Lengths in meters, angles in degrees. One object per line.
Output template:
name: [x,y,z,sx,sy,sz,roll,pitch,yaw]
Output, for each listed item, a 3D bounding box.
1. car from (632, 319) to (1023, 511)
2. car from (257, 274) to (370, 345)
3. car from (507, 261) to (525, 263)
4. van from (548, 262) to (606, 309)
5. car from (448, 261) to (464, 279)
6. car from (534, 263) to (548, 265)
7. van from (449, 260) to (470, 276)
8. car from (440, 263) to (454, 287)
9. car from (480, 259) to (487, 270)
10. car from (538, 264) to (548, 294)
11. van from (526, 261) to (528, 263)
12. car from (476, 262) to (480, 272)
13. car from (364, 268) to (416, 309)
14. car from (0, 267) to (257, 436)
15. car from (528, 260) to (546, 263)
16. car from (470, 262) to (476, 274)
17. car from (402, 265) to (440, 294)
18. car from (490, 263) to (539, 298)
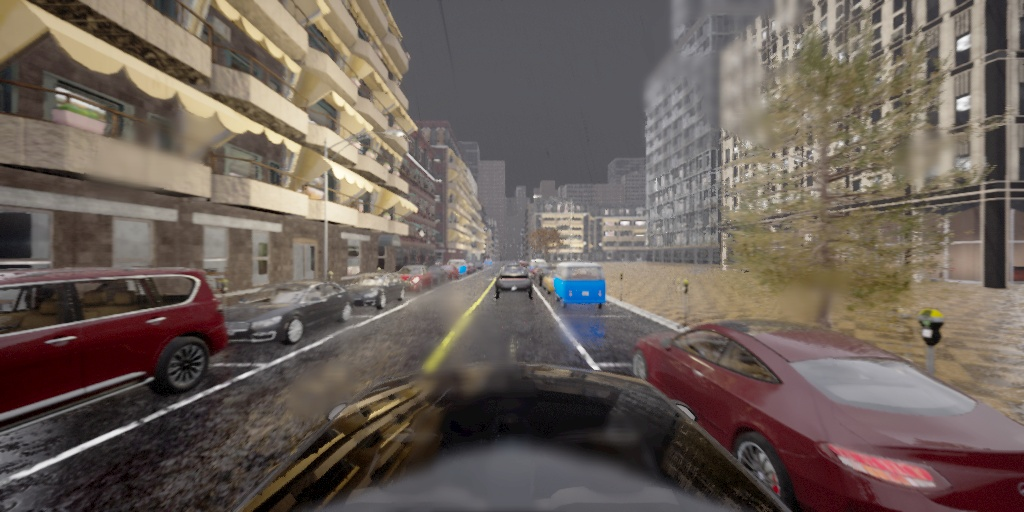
car: [2.688,1.342,3.906,1.802,1.307,4.207,0,0,0]
car: [-5.693,1.335,9.431,2.007,1.370,4.403,0,0,0]
car: [0.091,1.432,40.493,2.128,1.511,4.902,0,0,0]
van: [2.686,1.151,14.959,1.690,1.789,3.998,0,0,0]
car: [-5.699,1.438,31.536,1.888,1.381,4.507,0,0,0]
car: [2.683,1.431,26.012,1.948,1.339,4.313,0,0,0]
van: [-5.701,1.263,37.063,1.690,1.789,3.998,0,0,0]
car: [-5.698,1.430,26.010,1.948,1.339,4.313,0,0,0]
car: [-5.707,1.609,59.168,1.948,1.339,4.313,0,0,0]
car: [2.684,1.363,20.655,1.751,1.417,4.829,0,0,0]
van: [2.679,1.263,37.066,1.690,1.789,3.998,0,0,0]
car: [-5.704,1.564,48.115,1.802,1.307,4.207,0,0,0]
car: [-5.695,1.361,14.957,2.007,1.370,4.403,0,0,0]
car: [-5.692,1.074,3.904,2.192,1.841,5.009,0,0,0]
car: [2.681,1.333,31.538,1.967,1.591,4.097,0,0,0]
car: [-5.703,1.534,42.589,1.802,1.307,4.207,0,0,0]
car: [-5.696,1.277,20.483,1.967,1.591,4.097,0,0,0]
car: [0.094,1.323,19.135,2.128,1.511,4.902,0,0,0]
